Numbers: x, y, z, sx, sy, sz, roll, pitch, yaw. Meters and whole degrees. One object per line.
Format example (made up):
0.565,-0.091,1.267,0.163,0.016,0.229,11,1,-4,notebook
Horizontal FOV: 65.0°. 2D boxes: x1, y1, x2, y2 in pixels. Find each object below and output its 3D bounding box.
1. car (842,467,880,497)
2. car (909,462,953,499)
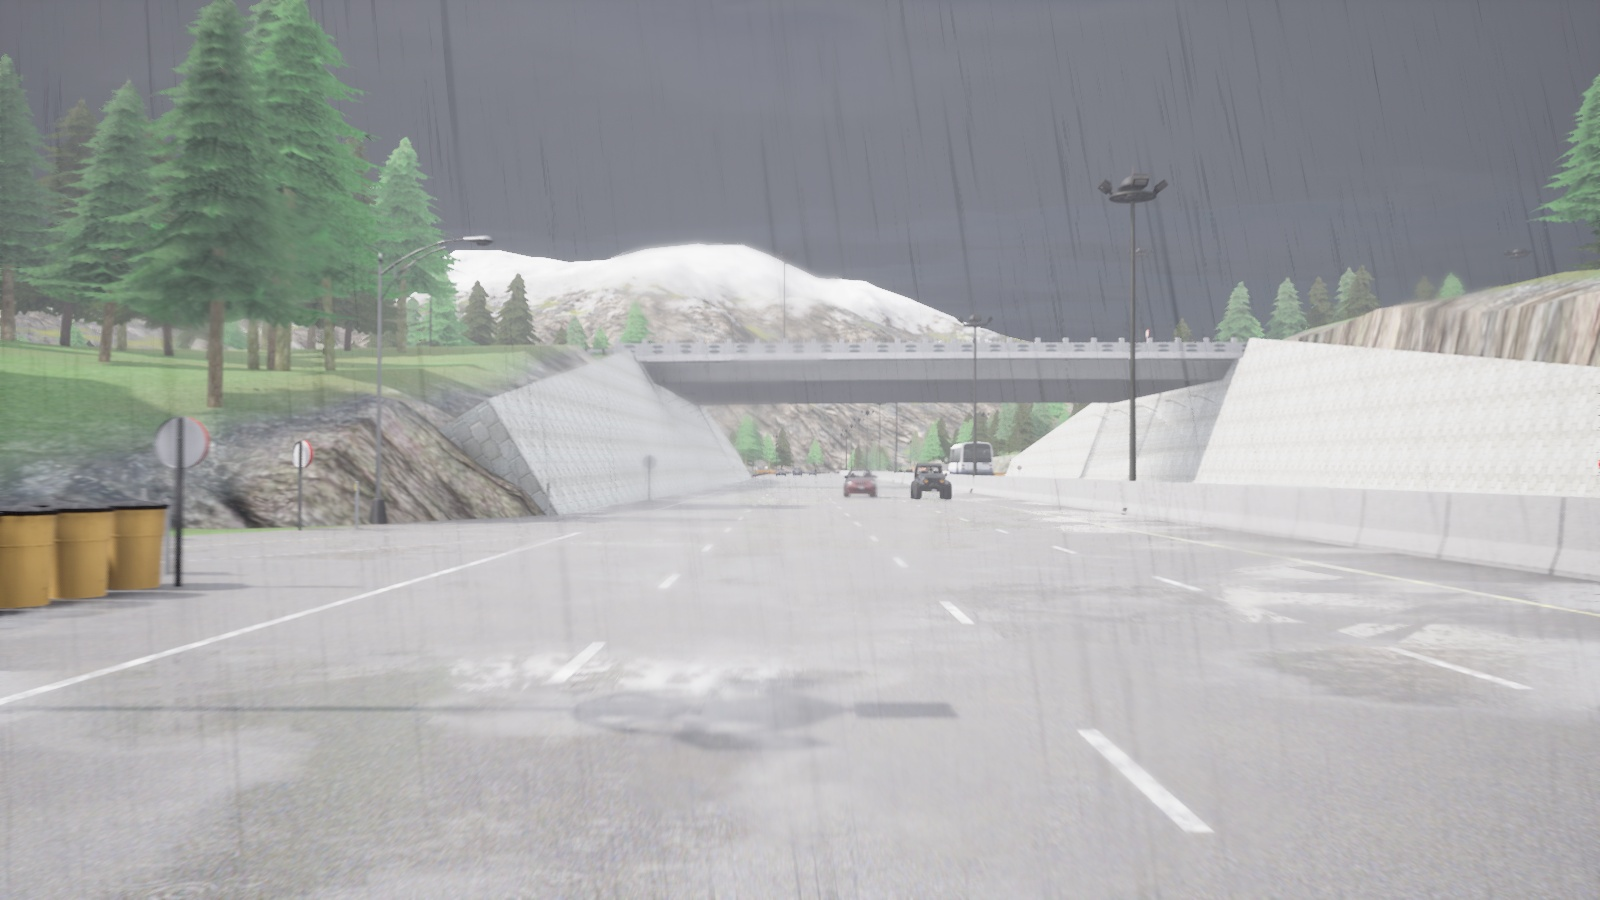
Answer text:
3.333,1.755,69.086,1.851,1.617,3.988,0,-1,0,car
6.841,1.589,65.805,1.905,1.878,3.866,0,-1,0,car
